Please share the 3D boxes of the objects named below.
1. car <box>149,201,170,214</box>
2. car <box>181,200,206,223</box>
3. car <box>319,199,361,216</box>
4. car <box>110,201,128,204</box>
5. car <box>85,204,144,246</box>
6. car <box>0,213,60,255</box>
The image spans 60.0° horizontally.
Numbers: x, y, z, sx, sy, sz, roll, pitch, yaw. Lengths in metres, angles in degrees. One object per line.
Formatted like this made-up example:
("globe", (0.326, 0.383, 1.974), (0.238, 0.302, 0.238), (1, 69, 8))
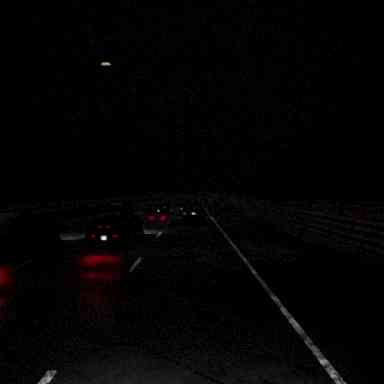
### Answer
("car", (-3.408, 1.626, 36.053), (1.895, 1.301, 4.718), (0, 0, 0))
("car", (0.099, 1.564, 25.698), (2.033, 1.411, 5.357), (0, 0, 0))
("car", (15.388, 1.488, 34.923), (2.097, 1.767, 4.553), (0, 0, -16))
("car", (-6.903, 1.547, 31.643), (1.812, 1.442, 4.674), (0, 0, 0))
("car", (-3.401, 1.514, 15.245), (1.837, 1.490, 4.892), (0, 0, 0))
("car", (-6.902, 1.534, 13.150), (1.812, 1.442, 4.674), (0, 0, 0))
